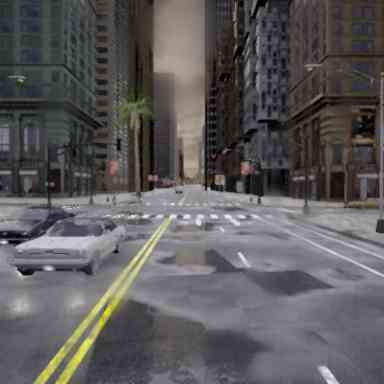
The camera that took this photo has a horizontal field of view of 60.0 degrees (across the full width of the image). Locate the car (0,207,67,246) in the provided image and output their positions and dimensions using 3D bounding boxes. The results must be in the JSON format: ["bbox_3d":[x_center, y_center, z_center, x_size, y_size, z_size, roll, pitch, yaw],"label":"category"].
[{"bbox_3d":[-6.591,1.350,14.327,2.033,1.411,5.357,0,1,0],"label":"car"}]

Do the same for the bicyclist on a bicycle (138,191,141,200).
[{"bbox_3d":[-8.831,0.661,56.038,0.582,1.620,1.656,0,1,0],"label":"bicyclist on a bicycle"}]

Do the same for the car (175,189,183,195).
[{"bbox_3d":[-3.324,-0.011,85.194,1.895,1.301,4.718,0,1,0],"label":"car"}]

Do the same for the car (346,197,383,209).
[{"bbox_3d":[20.558,1.302,38.812,4.829,1.417,1.752,1,0,0],"label":"car"}]

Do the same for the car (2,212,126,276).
[{"bbox_3d":[-3.350,1.462,9.997,1.895,1.301,4.718,0,1,0],"label":"car"}]

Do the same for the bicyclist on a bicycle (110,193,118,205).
[{"bbox_3d":[-9.333,0.865,39.945,0.866,1.612,1.509,-1,0,-7],"label":"bicyclist on a bicycle"}]
